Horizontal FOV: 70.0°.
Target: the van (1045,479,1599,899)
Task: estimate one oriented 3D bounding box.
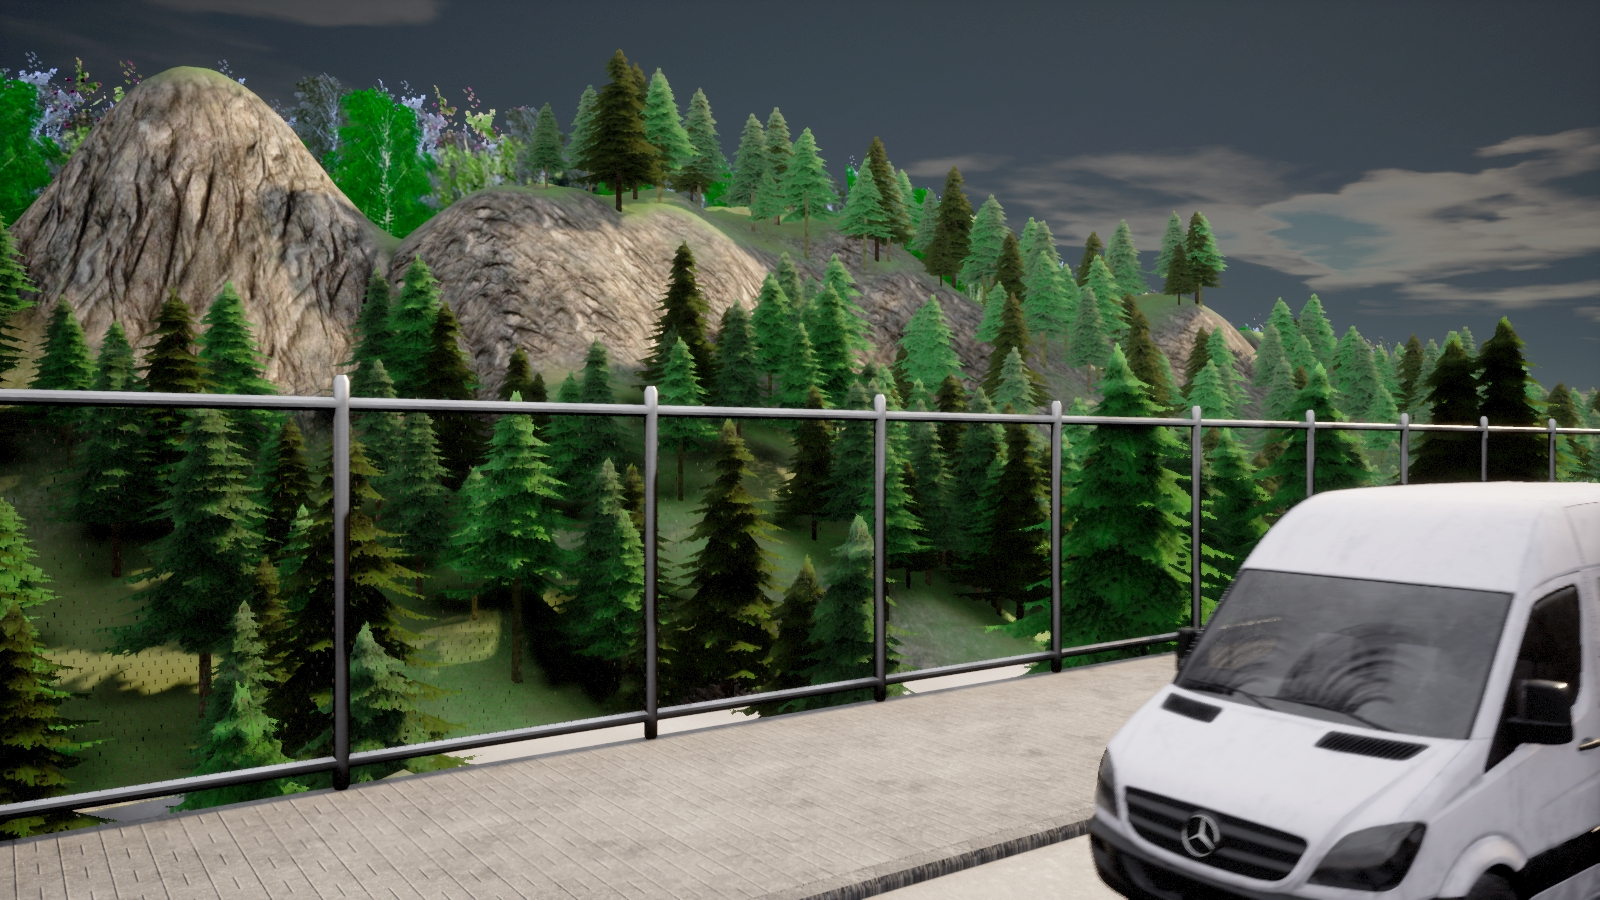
[{"bbox_3d":[4.401,1.534,7.497,5.915,2.561,1.988,0,0,-35],"label":"van"}]
